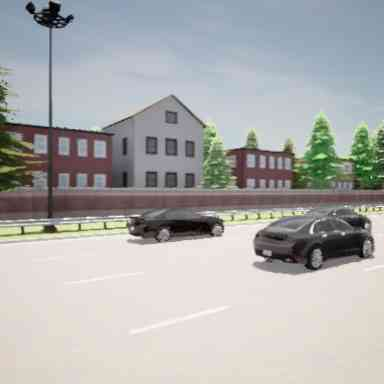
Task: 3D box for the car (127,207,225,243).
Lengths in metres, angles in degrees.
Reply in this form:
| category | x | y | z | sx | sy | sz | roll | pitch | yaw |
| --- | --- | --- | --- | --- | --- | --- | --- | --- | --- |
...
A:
| category | x | y | z | sx | sy | sz | roll | pitch | yaw |
| --- | --- | --- | --- | --- | --- | --- | --- | --- | --- |
| car | -0.642 | 1.484 | 16.187 | 5.008 | 1.535 | 1.882 | 0 | 0 | -36 |

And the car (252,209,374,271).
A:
| category | x | y | z | sx | sy | sz | roll | pitch | yaw |
| --- | --- | --- | --- | --- | --- | --- | --- | --- | --- |
| car | 4.139 | 1.513 | 10.999 | 4.892 | 1.490 | 1.837 | 0 | 0 | -36 |

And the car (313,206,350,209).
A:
| category | x | y | z | sx | sy | sz | roll | pitch | yaw |
| --- | --- | --- | --- | --- | --- | --- | --- | --- | --- |
| car | 7.734 | 1.518 | 17.866 | 4.892 | 1.490 | 1.837 | 0 | 0 | -36 |
